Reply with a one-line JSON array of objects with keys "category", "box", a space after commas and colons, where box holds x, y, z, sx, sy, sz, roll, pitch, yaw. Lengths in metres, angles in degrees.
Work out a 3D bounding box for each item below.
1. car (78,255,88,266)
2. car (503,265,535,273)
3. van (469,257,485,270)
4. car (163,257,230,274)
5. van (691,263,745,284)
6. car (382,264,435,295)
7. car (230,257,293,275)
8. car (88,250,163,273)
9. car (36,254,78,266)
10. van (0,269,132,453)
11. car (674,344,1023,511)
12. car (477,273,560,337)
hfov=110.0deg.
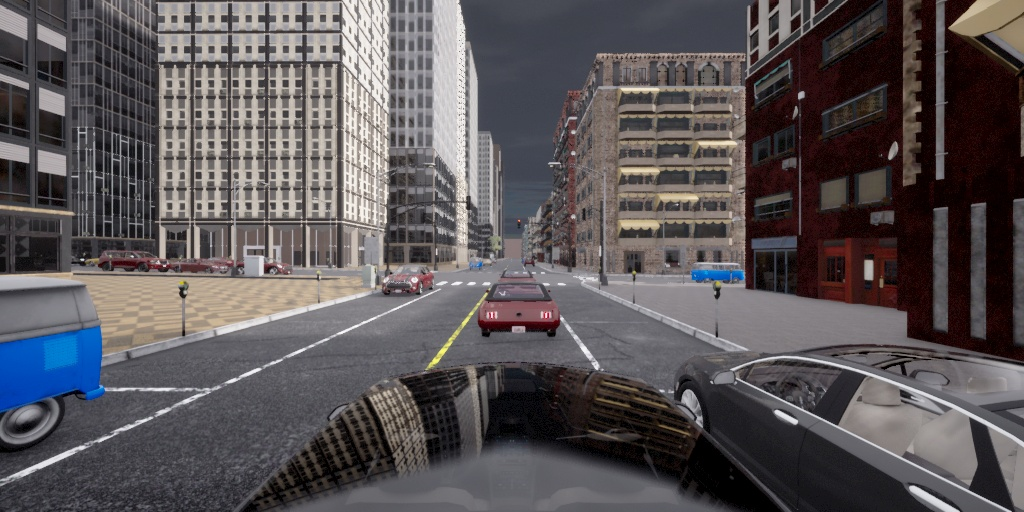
[{"category": "car", "box": [-43.364, 0.465, 38.922, 4.829, 1.417, 1.751, 0, 0, 0]}, {"category": "car", "box": [0.247, 1.352, 19.396, 1.895, 1.301, 4.718, 0, 0, 0]}, {"category": "van", "box": [-5.233, 1.103, 51.950, 1.690, 1.789, 3.998, 0, 0, 1]}, {"category": "car", "box": [-26.462, 0.856, 30.424, 4.207, 1.307, 1.802, 0, 0, 0]}, {"category": "van", "box": [17.169, 1.456, 29.987, 3.998, 1.789, 1.690, 0, 0, 0]}, {"category": "car", "box": [-5.531, 1.191, 19.478, 1.967, 1.591, 4.097, 0, 0, 1]}, {"category": "car", "box": [-20.888, 0.821, 30.386, 4.097, 1.591, 1.967, 0, 0, 0]}, {"category": "car", "box": [-32.036, 0.482, 30.463, 5.009, 1.841, 2.192, 0, 0, 0]}, {"category": "car", "box": [-48.770, 0.398, 38.959, 4.313, 1.339, 1.948, 0, 0, 0]}, {"category": "van", "box": [-5.685, 1.091, 2.533, 1.690, 1.789, 3.998, 0, 0, 1]}, {"category": "car", "box": [2.695, 1.300, 2.455, 2.007, 1.370, 4.403, 0, 0, 1]}, {"category": "car", "box": [0.176, 1.351, 10.226, 1.895, 1.301, 4.718, 0, 0, 1]}]
